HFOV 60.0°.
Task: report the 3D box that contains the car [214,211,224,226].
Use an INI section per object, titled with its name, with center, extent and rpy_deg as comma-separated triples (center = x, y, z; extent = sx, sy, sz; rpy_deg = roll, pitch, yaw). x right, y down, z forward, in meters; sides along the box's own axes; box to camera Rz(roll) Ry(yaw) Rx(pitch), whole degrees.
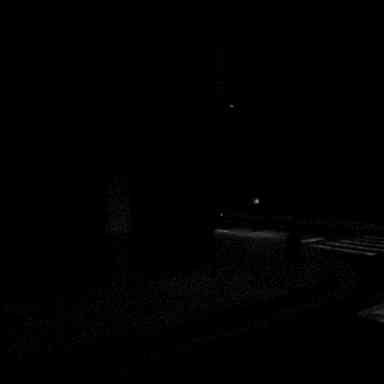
[car]
center = -0.073, 1.418, 21.163
extent = 1.895, 1.301, 4.718
rpy_deg = 0, 0, -35
